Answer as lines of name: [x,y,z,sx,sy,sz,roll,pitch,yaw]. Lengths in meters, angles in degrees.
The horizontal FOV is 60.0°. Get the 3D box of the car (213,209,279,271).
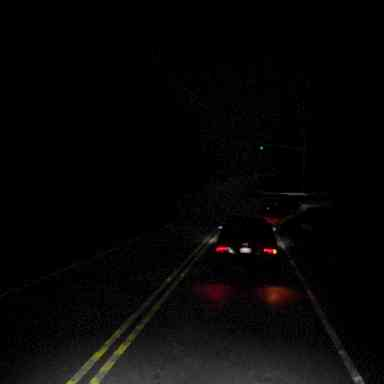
car: [1.789,1.529,10.946,2.033,1.411,5.357,1,0,10]

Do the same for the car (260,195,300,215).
car: [7.567,0.950,28.577,1.882,1.535,5.008,0,5,38]
